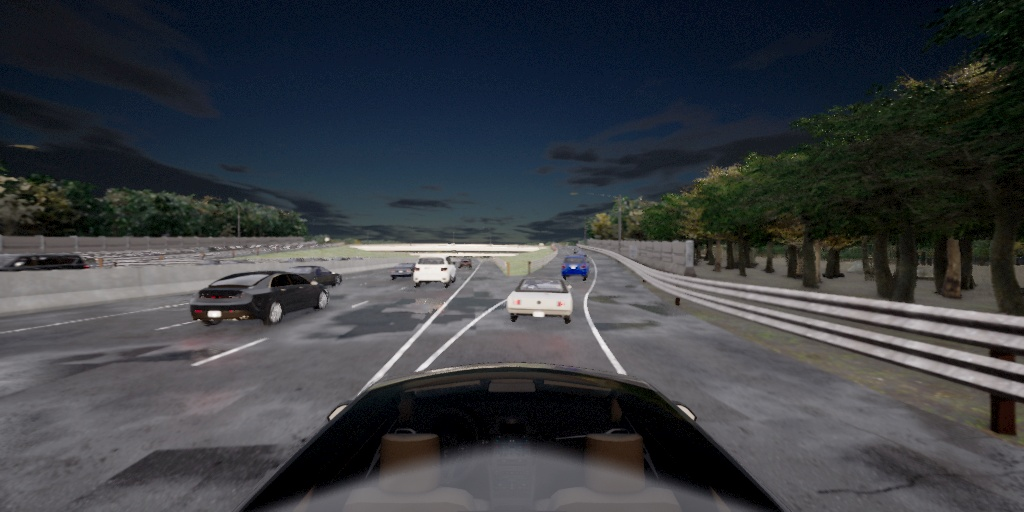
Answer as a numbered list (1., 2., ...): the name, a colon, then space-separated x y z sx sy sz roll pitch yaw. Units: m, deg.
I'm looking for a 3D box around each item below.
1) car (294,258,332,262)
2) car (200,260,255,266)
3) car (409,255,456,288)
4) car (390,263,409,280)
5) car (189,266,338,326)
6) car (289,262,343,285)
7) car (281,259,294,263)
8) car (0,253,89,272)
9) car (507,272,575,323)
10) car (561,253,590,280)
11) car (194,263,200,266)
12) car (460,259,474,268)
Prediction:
1. car: -27.861 1.047 50.495 2.128 1.511 4.902 0 0 -3
2. car: -26.848 1.136 34.636 2.128 1.511 4.902 0 0 -4
3. car: -5.044 0.961 24.033 2.150 2.045 5.566 0 0 -4
4. car: -8.859 1.270 30.547 2.033 1.411 5.357 0 0 -4
5. car: -7.696 1.226 11.525 1.837 1.490 4.892 0 0 -3
6. car: -11.769 1.254 20.836 2.033 1.411 5.357 0 0 -4
7. car: -31.416 1.079 51.567 2.033 1.411 5.357 0 0 -3
8. car: -25.860 0.869 18.748 2.150 2.045 5.566 0 0 -3
9. car: 1.096 1.370 12.306 1.895 1.301 4.718 1 0 9
10. car: 5.627 0.989 31.756 2.150 2.045 5.566 0 1 14
11. car: -30.457 1.190 36.305 1.994 1.385 4.181 0 0 -4
12. car: -7.110 1.124 55.833 1.837 1.490 4.892 0 0 -4
